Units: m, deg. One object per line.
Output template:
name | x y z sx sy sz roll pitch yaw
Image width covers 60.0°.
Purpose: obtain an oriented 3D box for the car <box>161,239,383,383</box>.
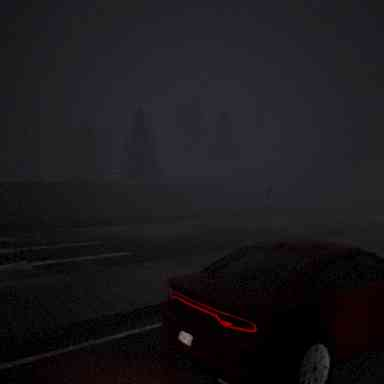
car | 1.941 1.478 5.134 5.008 1.535 1.882 0 0 -35
